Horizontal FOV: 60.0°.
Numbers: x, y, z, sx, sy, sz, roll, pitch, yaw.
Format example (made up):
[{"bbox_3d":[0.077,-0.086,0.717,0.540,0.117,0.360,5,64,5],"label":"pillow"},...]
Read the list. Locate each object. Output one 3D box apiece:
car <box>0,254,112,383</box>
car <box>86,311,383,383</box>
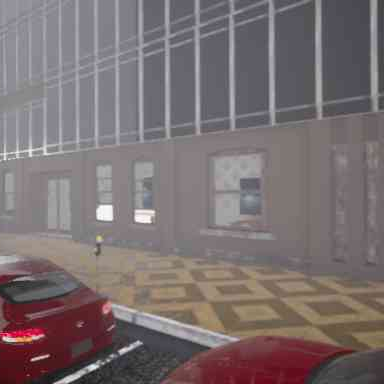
[{"bbox_3d":[-2.933,1.619,4.964,4.206,1.307,1.802,0,0,35],"label":"car"},{"bbox_3d":[1.706,1.541,1.657,4.507,1.381,1.887,-1,0,35],"label":"car"}]
